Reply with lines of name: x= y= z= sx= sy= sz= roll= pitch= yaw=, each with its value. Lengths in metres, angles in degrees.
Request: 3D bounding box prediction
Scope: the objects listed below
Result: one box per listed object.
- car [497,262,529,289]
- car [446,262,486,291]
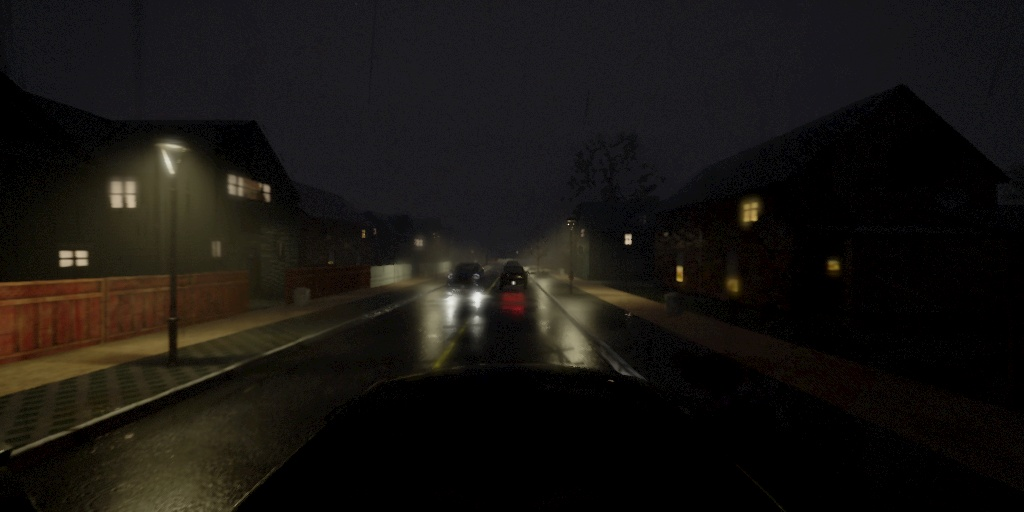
car: x=0.092 y=1.377 z=24.245 sx=1.837 sy=1.490 sz=4.892 roll=0 pitch=0 yaw=0
car: x=-2.855 y=1.216 z=23.094 sx=2.097 sy=1.767 sz=4.553 roll=0 pitch=0 yaw=0
